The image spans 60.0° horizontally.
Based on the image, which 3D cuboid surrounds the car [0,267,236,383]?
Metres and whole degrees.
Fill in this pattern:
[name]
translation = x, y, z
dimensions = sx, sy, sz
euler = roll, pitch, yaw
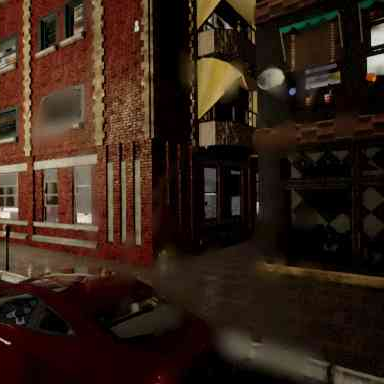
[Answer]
[car]
translation = -1.515, 1.583, 3.934
dimensions = 4.206, 1.307, 1.802
euler = 0, -1, 36
